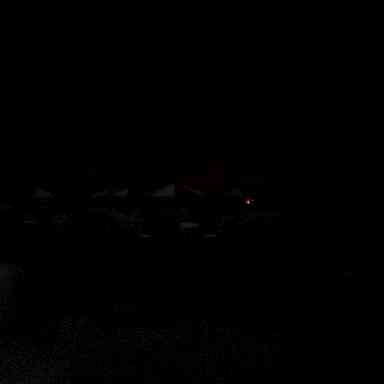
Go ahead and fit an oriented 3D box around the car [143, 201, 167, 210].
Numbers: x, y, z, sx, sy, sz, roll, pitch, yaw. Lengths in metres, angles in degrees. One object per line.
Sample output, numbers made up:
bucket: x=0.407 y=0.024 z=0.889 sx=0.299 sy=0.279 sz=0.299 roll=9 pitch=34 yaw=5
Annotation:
car: x=-5.036 y=1.704 z=42.490 sx=1.994 sy=1.385 sz=4.181 roll=0 pitch=0 yaw=36
